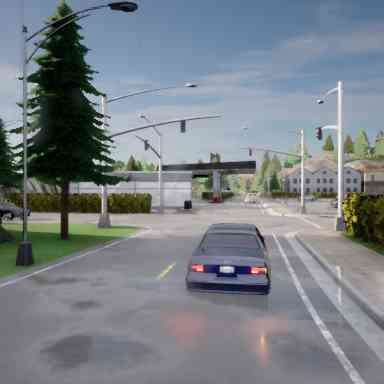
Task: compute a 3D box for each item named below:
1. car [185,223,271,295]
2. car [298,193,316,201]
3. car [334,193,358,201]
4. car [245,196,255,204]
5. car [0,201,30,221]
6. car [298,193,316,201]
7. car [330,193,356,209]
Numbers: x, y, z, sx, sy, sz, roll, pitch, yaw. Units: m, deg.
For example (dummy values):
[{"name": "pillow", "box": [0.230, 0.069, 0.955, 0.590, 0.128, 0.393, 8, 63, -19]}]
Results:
[{"name": "car", "box": [1.094, 1.547, 8.914, 2.033, 1.411, 5.357, 0, 0, 10]}, {"name": "car", "box": [26.216, 1.361, 76.121, 3.806, 1.475, 1.970, 0, 0, 10]}, {"name": "car", "box": [34.571, 1.097, 74.673, 4.605, 1.855, 1.932, 0, 0, 10]}, {"name": "car", "box": [11.233, 1.526, 64.794, 1.812, 1.442, 4.674, 0, 0, 10]}, {"name": "car", "box": [-15.736, 1.492, 27.241, 4.902, 1.511, 2.128, 0, 0, 10]}, {"name": "car", "box": [27.401, 1.077, 79.287, 3.866, 1.878, 1.905, 0, 0, 10]}, {"name": "car", "box": [20.264, 1.330, 42.385, 5.027, 1.636, 2.152, 0, 0, 10]}]
